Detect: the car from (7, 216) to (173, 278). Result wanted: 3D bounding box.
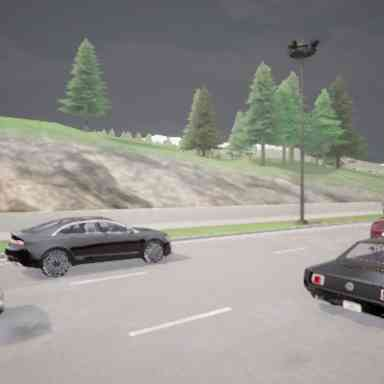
[{"bbox_3d":[-2.899,1.491,10.174,4.902,1.511,2.128,0,0,-35],"label":"car"}]

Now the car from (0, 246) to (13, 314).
[{"bbox_3d":[-5.153,1.592,4.323,4.718,1.301,1.895,0,0,-35],"label":"car"}]

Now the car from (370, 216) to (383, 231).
[{"bbox_3d":[9.691,1.554,14.710,4.674,1.442,1.812,0,0,-35],"label":"car"}]

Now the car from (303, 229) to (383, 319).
[{"bbox_3d":[4.483,1.614,6.797,4.718,1.301,1.895,0,0,-35],"label":"car"}]
